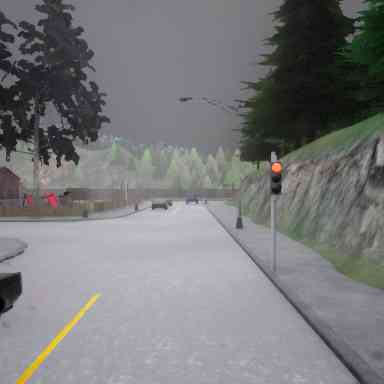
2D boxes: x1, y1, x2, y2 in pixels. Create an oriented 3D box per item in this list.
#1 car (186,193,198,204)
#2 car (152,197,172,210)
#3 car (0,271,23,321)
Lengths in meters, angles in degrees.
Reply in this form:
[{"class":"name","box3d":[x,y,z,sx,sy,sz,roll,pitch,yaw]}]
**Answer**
[{"class":"car","box3d":[0.051,1.221,62.528,2.150,2.045,5.566,0,0,0]},{"class":"car","box3d":[-4.064,1.478,42.896,1.882,1.535,5.008,0,0,0]},{"class":"car","box3d":[-3.956,1.601,3.615,1.895,1.301,4.718,0,0,2]}]
